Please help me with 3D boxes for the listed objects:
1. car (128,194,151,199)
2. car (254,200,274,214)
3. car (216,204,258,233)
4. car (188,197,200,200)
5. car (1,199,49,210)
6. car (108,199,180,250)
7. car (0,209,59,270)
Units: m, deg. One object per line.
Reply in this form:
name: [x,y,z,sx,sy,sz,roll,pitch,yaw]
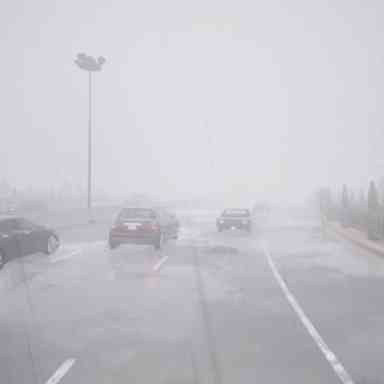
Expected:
car: [-7.562,1.256,46.605,2.150,2.045,5.566,0,0,18]
car: [7.902,1.616,37.035,1.812,1.442,4.674,0,0,18]
car: [2.755,1.642,20.022,1.895,1.301,4.718,0,0,14]
car: [0.298,1.601,59.684,1.882,1.535,5.008,0,0,18]
car: [-15.922,1.476,31.882,1.837,1.490,4.892,0,0,17]
car: [-1.907,1.364,14.610,2.097,1.767,4.553,0,0,9]
car: [-6.067,1.492,10.533,1.837,1.490,4.892,0,0,6]
